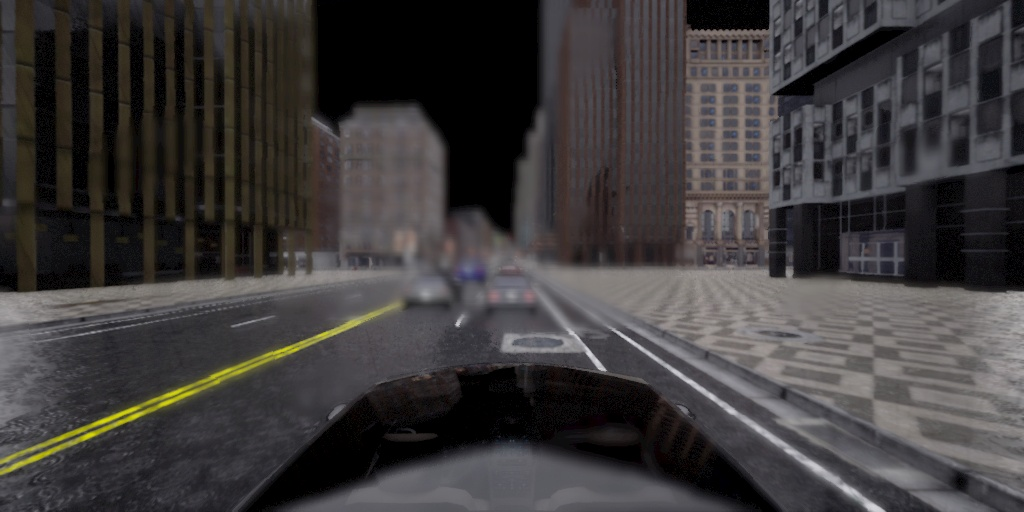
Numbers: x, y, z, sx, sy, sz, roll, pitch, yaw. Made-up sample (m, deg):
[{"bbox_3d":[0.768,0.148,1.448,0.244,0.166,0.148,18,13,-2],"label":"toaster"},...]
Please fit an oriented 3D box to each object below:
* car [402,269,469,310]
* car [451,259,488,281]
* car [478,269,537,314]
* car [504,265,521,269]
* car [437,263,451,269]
[{"bbox_3d":[-3.220,1.454,15.444,1.994,1.385,4.181,0,-1,0],"label":"car"},{"bbox_3d":[-3.232,1.274,29.440,2.150,2.045,5.566,0,0,0],"label":"car"},{"bbox_3d":[0.015,1.425,14.374,2.033,1.411,5.357,0,-1,0],"label":"car"},{"bbox_3d":[0.034,1.546,31.112,1.882,1.535,5.008,0,0,0],"label":"car"},{"bbox_3d":[-9.768,1.808,52.680,1.882,1.535,5.008,0,-1,0],"label":"car"}]
